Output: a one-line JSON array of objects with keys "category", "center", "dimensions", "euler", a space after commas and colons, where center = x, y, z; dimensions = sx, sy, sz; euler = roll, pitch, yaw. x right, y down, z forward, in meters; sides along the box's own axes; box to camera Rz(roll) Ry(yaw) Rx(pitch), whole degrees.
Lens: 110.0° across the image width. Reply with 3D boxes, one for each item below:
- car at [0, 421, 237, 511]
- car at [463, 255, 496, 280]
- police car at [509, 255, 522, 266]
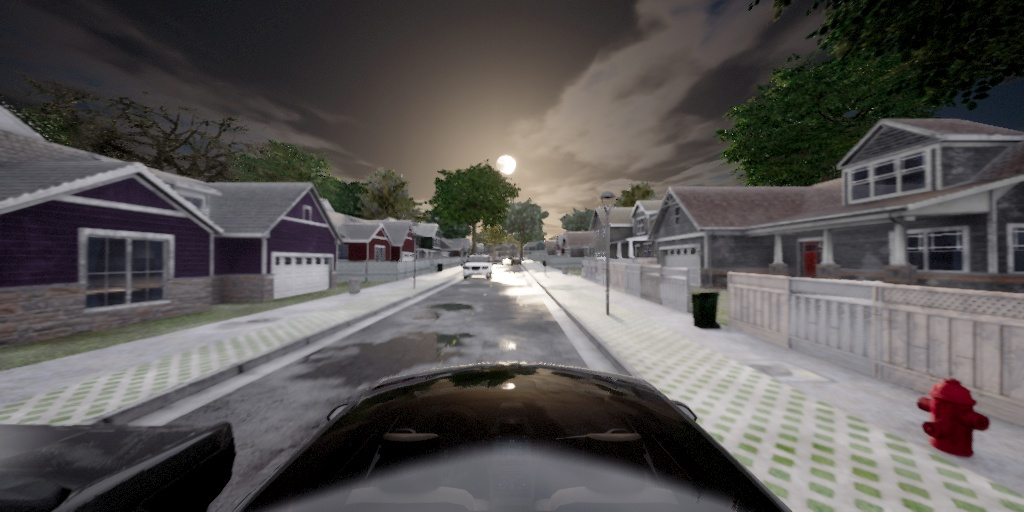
[{"category": "car", "center": [-2.838, 1.350, 0.212], "dimensions": [1.895, 1.301, 4.718], "euler": [0, 0, 0]}, {"category": "car", "center": [-2.852, 0.908, 30.856], "dimensions": [2.150, 2.045, 5.566], "euler": [0, 0, 0]}, {"category": "police car", "center": [0.815, 0.907, 65.464], "dimensions": [1.930, 1.638, 5.238], "euler": [0, 0, 0]}]
